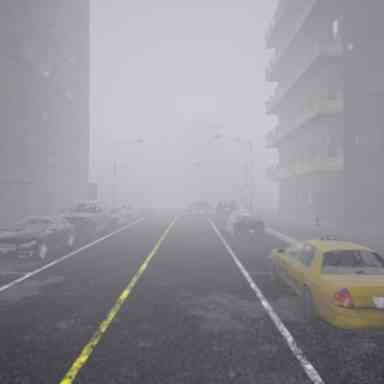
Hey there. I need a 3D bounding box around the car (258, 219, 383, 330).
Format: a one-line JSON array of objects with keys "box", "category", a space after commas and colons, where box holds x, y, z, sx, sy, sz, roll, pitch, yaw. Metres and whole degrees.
[{"box": [2.841, 1.563, 7.082, 1.752, 1.417, 4.829, 1, 0, 0], "category": "car"}]

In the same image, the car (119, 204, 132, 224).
[{"box": [-5.799, 1.692, 23.653, 1.947, 1.339, 4.313, 1, 0, 0], "category": "car"}]

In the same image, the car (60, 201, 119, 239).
[{"box": [-5.798, 1.412, 18.086, 2.192, 1.841, 5.009, 1, 0, 0], "category": "car"}]

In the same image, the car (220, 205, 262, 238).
[{"box": [2.846, 1.646, 18.048, 2.008, 1.369, 4.403, 1, 0, 0], "category": "car"}]

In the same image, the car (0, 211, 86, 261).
[{"box": [-5.804, 1.618, 12.517, 2.008, 1.369, 4.403, 1, 0, 0], "category": "car"}]

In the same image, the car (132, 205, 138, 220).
[{"box": [-5.796, 1.738, 29.221, 1.802, 1.307, 4.206, 1, 0, 0], "category": "car"}]

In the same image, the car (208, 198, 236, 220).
[{"box": [2.854, 1.470, 29.184, 2.192, 1.841, 5.009, 1, 0, 0], "category": "car"}]

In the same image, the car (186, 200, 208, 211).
[{"box": [1.540, 1.764, 45.370, 4.674, 1.442, 1.812, 0, 0, 1], "category": "car"}]
